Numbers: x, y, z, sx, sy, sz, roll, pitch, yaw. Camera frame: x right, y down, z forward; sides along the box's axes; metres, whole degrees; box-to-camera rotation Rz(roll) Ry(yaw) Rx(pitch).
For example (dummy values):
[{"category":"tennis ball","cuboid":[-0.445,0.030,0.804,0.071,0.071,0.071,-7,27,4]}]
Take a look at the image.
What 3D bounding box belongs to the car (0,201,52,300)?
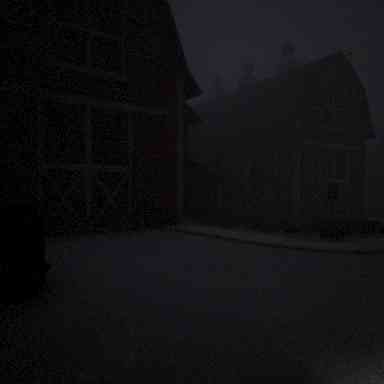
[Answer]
[{"category":"car","cuboid":[-4.261,1.180,5.948,1.905,1.878,3.866,6,3,12]}]
